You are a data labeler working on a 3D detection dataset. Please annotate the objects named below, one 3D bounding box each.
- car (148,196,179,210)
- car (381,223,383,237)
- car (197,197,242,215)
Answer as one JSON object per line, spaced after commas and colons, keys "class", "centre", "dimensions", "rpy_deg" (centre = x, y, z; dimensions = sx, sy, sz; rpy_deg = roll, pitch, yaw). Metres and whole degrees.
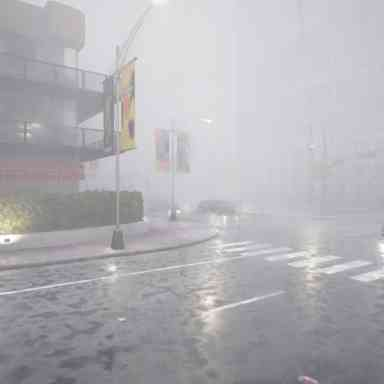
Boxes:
{"class": "car", "centre": [-3.354, 1.564, 42.093], "dimensions": [1.994, 1.385, 4.181], "rpy_deg": [0, 0, -35]}
{"class": "car", "centre": [11.006, 1.564, 16.137], "dimensions": [4.181, 1.385, 1.994], "rpy_deg": [0, 0, -35]}
{"class": "car", "centre": [2.421, 1.505, 33.824], "dimensions": [1.837, 1.490, 4.892], "rpy_deg": [0, 0, -35]}
